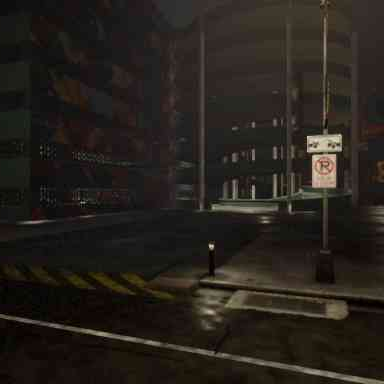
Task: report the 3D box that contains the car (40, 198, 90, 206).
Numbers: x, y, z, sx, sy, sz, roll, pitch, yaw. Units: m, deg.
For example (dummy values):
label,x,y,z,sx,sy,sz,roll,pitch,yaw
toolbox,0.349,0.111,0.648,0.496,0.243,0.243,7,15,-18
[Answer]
label,x,y,z,sx,sy,sz,roll,pitch,yaw
car,-11.922,1.320,32.349,4.674,1.452,2.002,0,0,20

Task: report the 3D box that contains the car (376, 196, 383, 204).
label,x,y,z,sx,sy,sz,roll,pitch,yaw
car,35.268,1.221,58.583,2.150,2.045,5.566,0,0,-21

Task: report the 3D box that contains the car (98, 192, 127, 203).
label,x,y,z,sx,sy,sz,roll,pitch,yaw
car,-14.678,1.029,61.098,5.566,2.045,2.435,0,0,20

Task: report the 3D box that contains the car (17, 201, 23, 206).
label,x,y,z,sx,sy,sz,roll,pitch,yaw
car,-20.353,1.463,43.472,4.718,1.301,1.895,0,0,20
